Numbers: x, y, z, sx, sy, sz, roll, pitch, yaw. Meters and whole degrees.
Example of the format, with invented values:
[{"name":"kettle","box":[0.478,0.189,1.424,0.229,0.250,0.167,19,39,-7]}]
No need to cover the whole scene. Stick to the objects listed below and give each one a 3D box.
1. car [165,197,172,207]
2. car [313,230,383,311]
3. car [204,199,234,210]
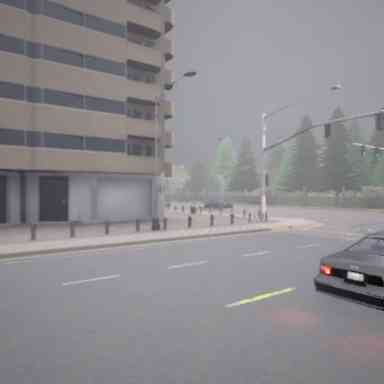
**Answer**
[{"name":"car","box":[-5.121,1.234,49.204,2.150,2.045,5.566,0,0,-36]},{"name":"car","box":[4.928,1.531,7.306,5.357,1.411,2.033,0,0,-35]},{"name":"car","box":[3.496,1.567,43.246,1.994,1.385,4.181,0,0,-36]}]
